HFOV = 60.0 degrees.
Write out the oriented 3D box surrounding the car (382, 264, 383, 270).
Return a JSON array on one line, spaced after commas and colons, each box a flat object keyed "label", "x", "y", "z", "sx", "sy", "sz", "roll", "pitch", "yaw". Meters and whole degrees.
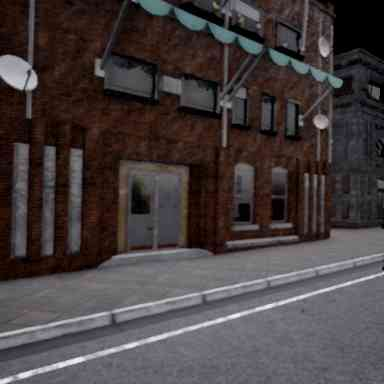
[{"label": "car", "x": 6.947, "y": 1.690, "z": 8.718, "sx": 4.718, "sy": 1.301, "sz": 1.895, "roll": 0, "pitch": 0, "yaw": -36}]
